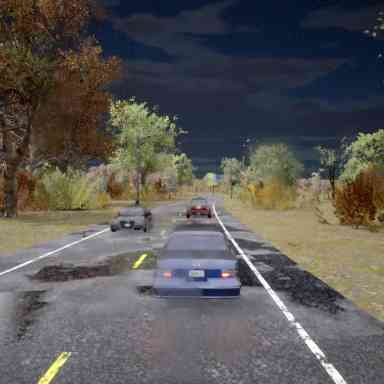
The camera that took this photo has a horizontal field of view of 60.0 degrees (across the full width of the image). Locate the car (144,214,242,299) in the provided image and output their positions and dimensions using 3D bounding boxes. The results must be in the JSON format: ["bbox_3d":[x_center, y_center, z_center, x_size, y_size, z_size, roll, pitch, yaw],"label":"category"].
[{"bbox_3d":[0.139,1.542,8.622,2.033,1.411,5.357,0,0,1],"label":"car"}]

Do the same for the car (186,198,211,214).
[{"bbox_3d":[0.641,1.326,29.930,2.097,1.767,4.553,0,0,2],"label":"car"}]

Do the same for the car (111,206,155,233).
[{"bbox_3d":[-3.367,1.547,19.506,1.994,1.385,4.181,0,0,1],"label":"car"}]
